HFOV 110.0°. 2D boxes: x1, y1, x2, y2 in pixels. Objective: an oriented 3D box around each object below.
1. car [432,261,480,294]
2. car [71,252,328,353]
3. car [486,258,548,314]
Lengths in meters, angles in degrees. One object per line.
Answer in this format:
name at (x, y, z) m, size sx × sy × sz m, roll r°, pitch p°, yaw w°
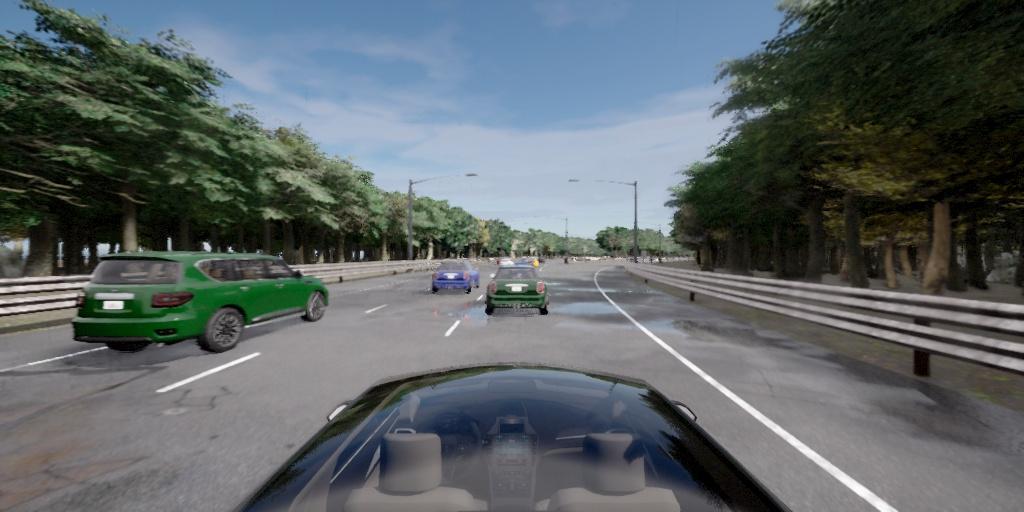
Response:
car at (-3.047, 1.081, 20.409) m, size 2.097 × 1.767 × 4.553 m, roll 0°, pitch 0°, yaw 2°
car at (-6.859, 0.941, 8.884) m, size 2.150 × 2.045 × 5.566 m, roll 0°, pitch 0°, yaw 1°
car at (0.188, 1.099, 13.889) m, size 2.097 × 1.767 × 4.553 m, roll 0°, pitch 0°, yaw 1°
